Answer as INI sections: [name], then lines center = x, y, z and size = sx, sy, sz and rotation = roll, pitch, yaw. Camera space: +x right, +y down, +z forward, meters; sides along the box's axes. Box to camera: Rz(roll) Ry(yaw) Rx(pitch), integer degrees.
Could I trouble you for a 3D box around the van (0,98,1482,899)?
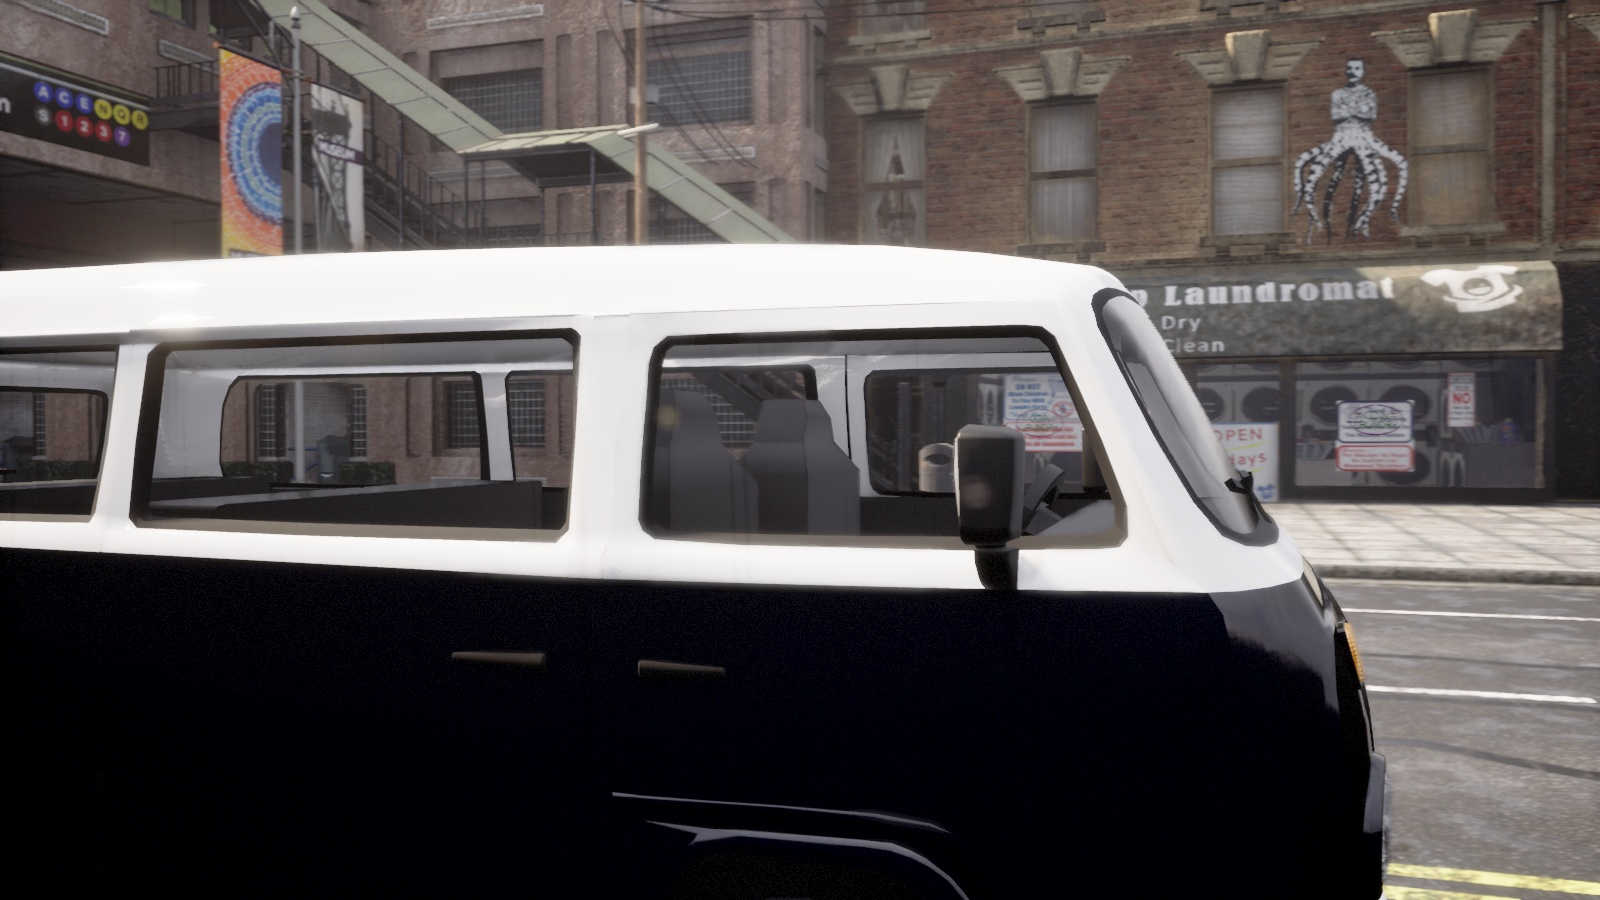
[van]
center = -0.841, 0.491, 3.472
size = 4.480, 2.038, 2.069
rotation = 1, 1, 19
